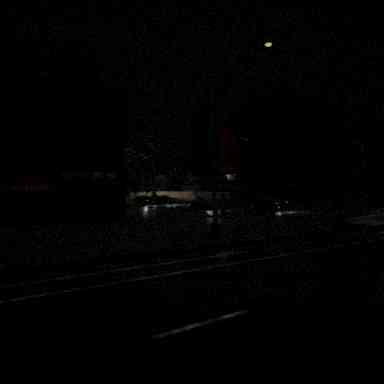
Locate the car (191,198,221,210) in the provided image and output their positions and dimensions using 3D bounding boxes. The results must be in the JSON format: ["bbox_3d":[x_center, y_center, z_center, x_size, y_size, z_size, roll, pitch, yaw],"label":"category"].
[{"bbox_3d":[1.624,1.437,41.552,1.812,1.442,4.674,-3,2,-35],"label":"car"}]

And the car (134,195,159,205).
[{"bbox_3d":[-7.995,1.287,55.310,1.837,1.490,4.892,-3,2,-35],"label":"car"}]

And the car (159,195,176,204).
[{"bbox_3d":[-4.561,1.245,56.062,2.128,1.511,4.902,-3,2,-35],"label":"car"}]

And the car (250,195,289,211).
[{"bbox_3d":[8.625,1.162,37.260,2.097,1.767,4.553,-3,2,-35],"label":"car"}]
